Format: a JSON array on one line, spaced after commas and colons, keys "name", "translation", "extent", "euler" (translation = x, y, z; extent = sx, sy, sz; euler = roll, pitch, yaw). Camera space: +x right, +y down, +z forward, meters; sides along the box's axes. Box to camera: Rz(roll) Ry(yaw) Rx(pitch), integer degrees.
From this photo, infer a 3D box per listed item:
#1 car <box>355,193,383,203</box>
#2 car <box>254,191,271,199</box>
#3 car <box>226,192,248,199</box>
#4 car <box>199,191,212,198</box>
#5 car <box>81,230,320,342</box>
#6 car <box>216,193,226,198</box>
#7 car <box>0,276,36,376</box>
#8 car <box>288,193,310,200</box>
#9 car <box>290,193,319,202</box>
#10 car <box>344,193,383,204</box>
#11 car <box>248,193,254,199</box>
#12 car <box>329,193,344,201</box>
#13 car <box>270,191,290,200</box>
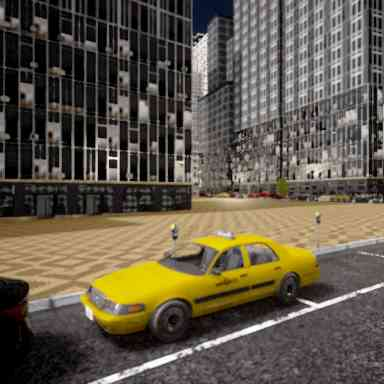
[{"name": "car", "translation": [27.806, 0.893, 51.376], "extent": [2.008, 1.369, 4.403], "euler": [0, 0, -22]}, {"name": "car", "translation": [17.260, 0.692, 77.285], "extent": [2.192, 1.841, 5.009], "euler": [0, 0, -22]}, {"name": "car", "translation": [9.970, 0.805, 74.290], "extent": [1.967, 1.590, 4.097], "euler": [0, 0, -22]}, {"name": "car", "translation": [3.645, 0.702, 89.828], "extent": [2.192, 1.841, 5.009], "euler": [0, 0, -22]}, {"name": "car", "translation": [0.447, 1.456, 6.348], "extent": [4.829, 1.417, 1.752], "euler": [-1, 2, -35]}, {"name": "car", "translation": [7.926, 0.897, 79.312], "extent": [1.752, 1.417, 4.829], "euler": [0, 0, -22]}, {"name": "car", "translation": [-3.916, 1.589, 3.291], "extent": [4.313, 1.339, 1.947], "euler": [-1, 2, -36]}, {"name": "car", "translation": [21.478, 0.914, 66.921], "extent": [2.008, 1.369, 4.403], "euler": [0, 0, -22]}, {"name": "car", "translation": [18.404, 0.888, 53.573], "extent": [2.008, 1.369, 4.403], "euler": [0, 0, -22]}, {"name": "car", "translation": [22.620, 0.873, 43.214], "extent": [2.008, 1.369, 4.403], "euler": [0, 0, -22]}, {"name": "car", "translation": [15.151, 0.966, 82.467], "extent": [1.802, 1.307, 4.206], "euler": [0, 0, -22]}, {"name": "car", "translation": [25.633, 0.874, 56.715], "extent": [1.752, 1.417, 4.829], "euler": [0, 0, -22]}, {"name": "car", "translation": [16.295, 0.784, 58.752], "extent": [1.967, 1.590, 4.097], "euler": [0, 0, -22]}]
